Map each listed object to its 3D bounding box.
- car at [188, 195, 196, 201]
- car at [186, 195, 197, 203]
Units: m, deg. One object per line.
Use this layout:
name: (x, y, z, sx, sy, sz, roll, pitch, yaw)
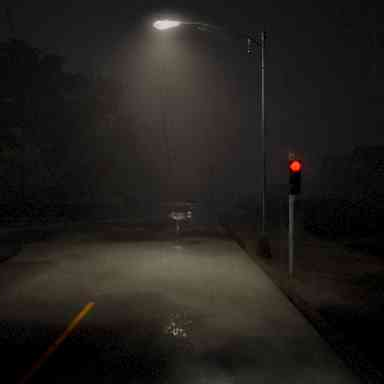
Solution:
car: (-0.073, 1.383, 77.637, 1.895, 1.301, 4.718, 0, 0, 0)
car: (-0.063, 1.487, 67.604, 1.812, 1.442, 4.674, 0, 0, 0)
